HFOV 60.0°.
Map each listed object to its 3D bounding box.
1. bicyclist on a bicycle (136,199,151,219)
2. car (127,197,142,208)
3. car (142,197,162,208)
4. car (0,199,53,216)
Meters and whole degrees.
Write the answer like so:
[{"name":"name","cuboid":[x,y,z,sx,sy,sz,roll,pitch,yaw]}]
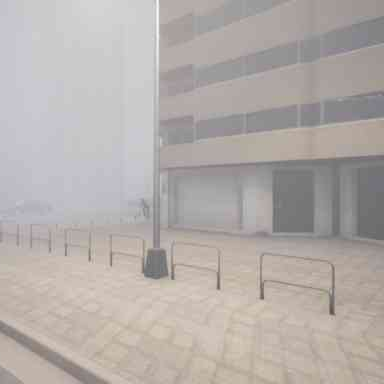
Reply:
[{"name":"bicyclist on a bicycle","cuboid":[-3.846,1.348,26.430,1.656,1.620,0.582,0,0,38]},{"name":"car","cuboid":[-7.691,1.514,50.652,1.882,1.535,5.008,0,0,38]},{"name":"car","cuboid":[-4.508,1.546,49.034,1.837,1.490,4.892,0,-1,38]},{"name":"car","cuboid":[-16.602,1.541,33.616,1.837,1.490,4.892,0,1,38]}]
